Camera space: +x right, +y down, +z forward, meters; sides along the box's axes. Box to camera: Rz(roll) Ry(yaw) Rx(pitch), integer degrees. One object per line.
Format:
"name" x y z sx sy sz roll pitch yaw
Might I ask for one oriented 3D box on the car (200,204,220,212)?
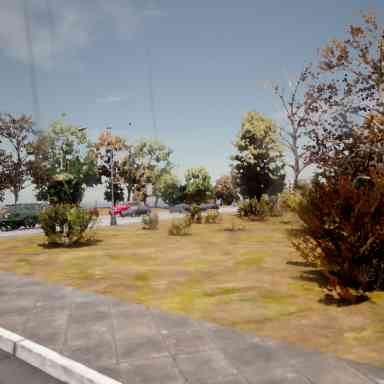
"car" 2.669 2.463 51.812 1.895 1.301 4.718 -3 -2 32

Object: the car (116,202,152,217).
"car" -7.137 2.471 43.080 1.812 1.442 4.674 -3 -2 32

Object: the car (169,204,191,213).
"car" -1.785 2.575 51.581 1.994 1.385 4.181 -3 -2 32

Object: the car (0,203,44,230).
"car" -12.605 1.942 27.620 2.150 2.045 5.566 -3 -2 33

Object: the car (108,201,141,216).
"car" -9.127 2.339 46.519 2.150 2.045 5.566 -3 -2 32

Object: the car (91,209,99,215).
"car" -12.132 2.383 35.146 1.882 1.535 5.008 -3 -2 32
